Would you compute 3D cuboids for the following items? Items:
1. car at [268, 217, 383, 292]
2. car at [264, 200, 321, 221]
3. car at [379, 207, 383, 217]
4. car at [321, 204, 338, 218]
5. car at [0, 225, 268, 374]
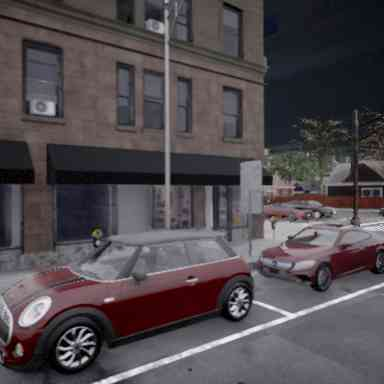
[{"bbox_3d":[3.561,1.525,8.727,4.206,1.307,1.802,-1,0,-35],"label":"car"},{"bbox_3d":[7.358,1.508,25.858,1.994,1.385,4.181,-1,0,-35],"label":"car"},{"bbox_3d":[16.378,1.359,24.457,1.837,1.490,4.892,2,-1,-27],"label":"car"},{"bbox_3d":[9.778,1.426,28.061,1.837,1.490,4.892,-1,0,-35],"label":"car"},{"bbox_3d":[-0.933,1.423,5.522,4.097,1.590,1.967,-1,0,-35],"label":"car"}]
